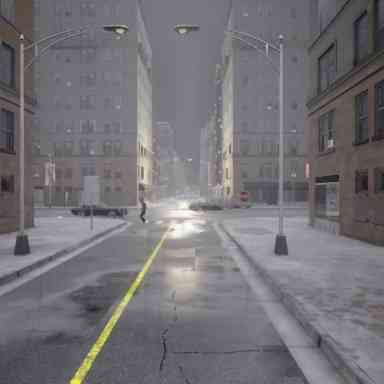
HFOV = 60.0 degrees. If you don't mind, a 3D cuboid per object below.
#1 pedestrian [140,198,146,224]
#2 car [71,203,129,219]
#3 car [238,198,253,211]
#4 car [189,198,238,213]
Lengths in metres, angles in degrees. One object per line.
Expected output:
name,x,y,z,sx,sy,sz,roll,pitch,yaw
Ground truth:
pedestrian,-3.395,1.293,23.144,0.375,1.860,0.375,0,0,0
car,-7.985,1.616,29.082,4.718,1.301,1.895,0,0,14
car,4.914,1.477,40.449,4.902,1.511,2.128,0,0,10
car,2.150,1.485,36.531,4.902,1.511,2.128,0,0,0
